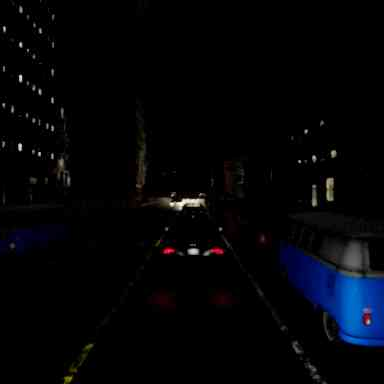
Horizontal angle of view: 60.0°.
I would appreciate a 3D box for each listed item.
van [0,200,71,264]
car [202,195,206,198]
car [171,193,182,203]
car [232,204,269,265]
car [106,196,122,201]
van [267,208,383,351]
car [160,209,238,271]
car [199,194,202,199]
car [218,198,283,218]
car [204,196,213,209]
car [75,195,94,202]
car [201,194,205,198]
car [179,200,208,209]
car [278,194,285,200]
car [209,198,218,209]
[{"bbox_3d":[-5.649,1.312,11.475,1.690,1.788,3.998,1,0,0],"label":"van"},{"bbox_3d":[2.797,1.429,44.327,2.008,1.369,4.403,1,0,0],"label":"car"},{"bbox_3d":[-2.862,1.300,62.823,1.882,1.535,5.008,0,0,0],"label":"car"},{"bbox_3d":[2.729,1.411,11.460,1.967,1.590,4.097,1,0,0],"label":"car"},{"bbox_3d":[-17.274,1.456,71.451,4.206,1.307,1.802,-1,0,1],"label":"car"},{"bbox_3d":[2.719,1.326,5.983,1.690,1.788,3.998,1,0,0],"label":"van"},{"bbox_3d":[0.051,1.520,10.755,2.033,1.411,5.357,0,0,0],"label":"car"},{"bbox_3d":[2.903,1.163,93.241,1.967,1.590,4.097,1,0,0],"label":"car"},{"bbox_3d":[2.743,1.271,16.938,2.192,1.841,5.009,1,0,0],"label":"car"},{"bbox_3d":[2.785,1.460,38.849,1.947,1.339,4.313,1,0,0],"label":"car"},{"bbox_3d":[-22.958,1.369,71.518,4.097,1.590,1.967,-1,0,1],"label":"car"},{"bbox_3d":[2.944,1.427,55.279,1.802,1.307,4.206,1,0,0],"label":"car"},{"bbox_3d":[0.098,1.529,27.267,1.895,1.301,4.718,0,0,1],"label":"car"},{"bbox_3d":[20.834,1.035,71.004,4.829,1.417,1.752,-1,0,1],"label":"car"},{"bbox_3d":[2.762,1.492,27.894,1.947,1.339,4.313,1,0,0],"label":"car"}]
